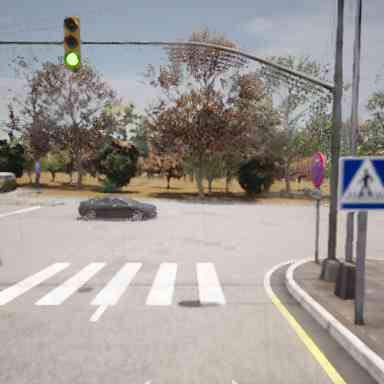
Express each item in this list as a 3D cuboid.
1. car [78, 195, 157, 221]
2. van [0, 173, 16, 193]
[{"bbox_3d":[-4.630,0.964,20.861,4.892,1.490,1.837,1,4,4],"label":"car"},{"bbox_3d":[-20.341,-1.024,35.619,1.878,1.987,4.442,1,4,-14],"label":"van"}]
